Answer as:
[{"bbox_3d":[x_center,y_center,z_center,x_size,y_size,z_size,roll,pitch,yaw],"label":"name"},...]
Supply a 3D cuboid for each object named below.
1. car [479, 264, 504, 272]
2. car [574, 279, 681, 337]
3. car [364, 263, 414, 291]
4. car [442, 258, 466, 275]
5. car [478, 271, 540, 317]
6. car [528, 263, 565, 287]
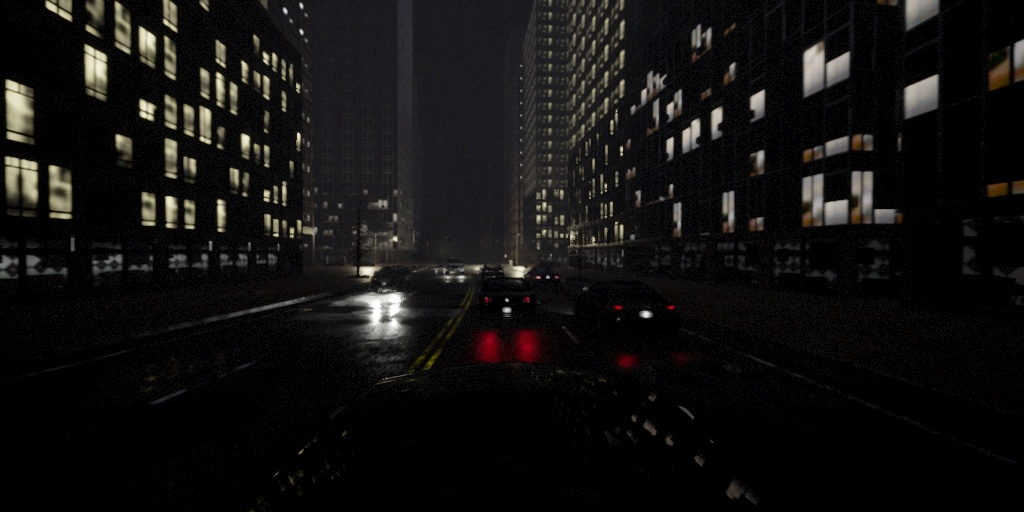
[{"bbox_3d":[-1.684,1.403,30.100,2.128,1.511,4.902,0,0,-7],"label":"car"},{"bbox_3d":[3.110,1.369,10.502,1.994,1.385,4.181,0,0,-2],"label":"car"},{"bbox_3d":[-7.648,1.367,23.279,2.128,1.511,4.902,0,0,-5],"label":"car"},{"bbox_3d":[-6.815,1.205,43.153,2.150,2.045,5.566,0,0,-7],"label":"car"},{"bbox_3d":[-0.252,1.420,13.480,1.895,1.301,4.718,0,0,-3],"label":"car"},{"bbox_3d":[2.071,1.433,25.649,2.033,1.411,5.357,0,0,-6],"label":"car"}]
